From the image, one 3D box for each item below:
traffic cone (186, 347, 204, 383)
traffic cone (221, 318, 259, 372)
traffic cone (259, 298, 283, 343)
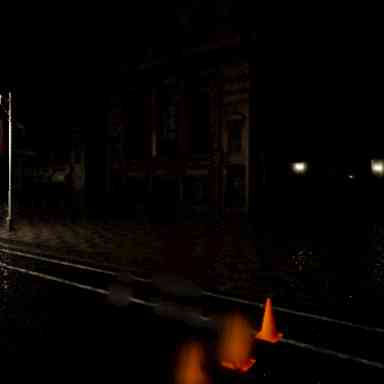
[{"bbox_3d":[0.032,1.952,3.550,0.340,0.580,0.340,0,0,36],"label":"traffic cone"},{"bbox_3d":[0.613,1.953,4.363,0.340,0.580,0.340,0,0,36],"label":"traffic cone"},{"bbox_3d":[1.195,1.953,5.177,0.340,0.580,0.340,0,0,36],"label":"traffic cone"}]
